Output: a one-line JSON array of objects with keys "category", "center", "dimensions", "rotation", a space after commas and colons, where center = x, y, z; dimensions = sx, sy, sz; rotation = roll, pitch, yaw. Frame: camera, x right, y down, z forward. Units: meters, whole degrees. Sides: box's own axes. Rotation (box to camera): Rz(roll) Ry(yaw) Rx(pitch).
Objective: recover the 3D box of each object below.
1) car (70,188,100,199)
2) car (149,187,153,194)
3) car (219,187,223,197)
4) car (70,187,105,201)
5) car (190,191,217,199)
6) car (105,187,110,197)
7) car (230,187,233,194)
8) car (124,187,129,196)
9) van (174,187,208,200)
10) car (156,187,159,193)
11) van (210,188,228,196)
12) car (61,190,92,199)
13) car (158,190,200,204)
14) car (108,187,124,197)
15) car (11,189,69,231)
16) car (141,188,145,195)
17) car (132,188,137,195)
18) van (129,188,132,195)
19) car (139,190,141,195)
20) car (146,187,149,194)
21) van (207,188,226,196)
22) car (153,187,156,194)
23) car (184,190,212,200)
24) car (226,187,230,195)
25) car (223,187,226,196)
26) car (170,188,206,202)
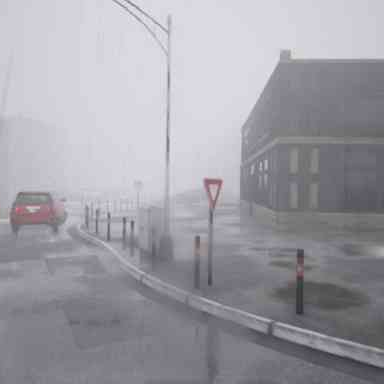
[{"category": "car", "center": [-19.362, 0.225, 60.229], "dimensions": [4.553, 1.767, 2.185], "rotation": [1, 1, 12]}, {"category": "car", "center": [-13.635, -0.185, 87.201], "dimensions": [4.892, 1.521, 2.231], "rotation": [1, 1, 12]}, {"category": "car", "center": [2.864, 0.217, 67.758], "dimensions": [5.566, 2.045, 2.435], "rotation": [1, 1, 12]}, {"category": "car", "center": [-16.409, 0.279, 52.701], "dimensions": [2.150, 2.045, 5.566], "rotation": [0, 1, 10]}, {"category": "car", "center": [2.257, 0.526, 65.053], "dimensions": [4.892, 1.521, 2.231], "rotation": [1, 1, 12]}, {"category": "car", "center": [-18.824, 0.300, 62.940], "dimensions": [4.892, 1.521, 2.231], "rotation": [1, 1, 12]}, {"category": "car", "center": [8.040, 0.017, 92.230], "dimensions": [4.792, 1.488, 2.163], "rotation": [1, 1, 12]}, {"category": "car", "center": [-16.911, 0.133, 70.988], "dimensions": [5.366, 1.575, 1.946], "rotation": [1, 1, 12]}, {"category": "van", "center": [-0.162, 0.519, 54.325], "dimensions": [4.442, 1.987, 1.878], "rotation": [1, 1, 12]}, {"category": "car", "center": [-12.485, -0.283, 92.593], "dimensions": [4.892, 1.521, 2.231], "rotation": [1, 1, 12]}, {"category": "van", "center": [7.023, -0.136, 86.759], "dimensions": [4.442, 1.987, 1.878], "rotation": [1, 1, 12]}, {"category": "car", "center": [-19.968, 0.439, 57.542], "dimensions": [4.674, 1.452, 2.002], "rotation": [1, 1, 12]}, {"category": "car", "center": [-1.827, 0.905, 46.154], "dimensions": [4.792, 1.488, 2.163], "rotation": [1, 1, 12]}, {"category": "car", "center": [-17.692, -0.063, 68.330], "dimensions": [5.566, 2.045, 2.435], "rotation": [1, 1, 12]}, {"category": "car", "center": [-8.414, 0.963, 18.617], "dimensions": [2.150, 2.045, 5.566], "rotation": [0, 1, -15]}, {"category": "car", "center": [-14.820, -0.210, 81.814], "dimensions": [4.553, 1.767, 2.185], "rotation": [1, 1, 12]}, {"category": "car", "center": [-15.947, 0.023, 76.420], "dimensions": [5.008, 1.535, 2.097], "rotation": [1, 1, 12]}, {"category": "van", "center": [-16.400, -0.146, 73.693], "dimensions": [4.442, 1.987, 1.878], "rotation": [1, 1, 12]}, {"category": "car", "center": [-15.396, -0.157, 79.118], "dimensions": [4.553, 1.767, 2.185], "rotation": [1, 1, 12]}, {"category": "car", "center": [-14.184, -0.261, 84.498], "dimensions": [4.553, 1.767, 2.185], "rotation": [1, 1, 12]}, {"category": "van", "center": [6.214, -0.090, 84.093], "dimensions": [4.442, 1.987, 1.878], "rotation": [1, 1, 12]}, {"category": "car", "center": [-13.060, -0.235, 89.898], "dimensions": [4.892, 1.521, 2.231], "rotation": [1, 1, 12]}, {"category": "car", "center": [1.119, 0.514, 59.610], "dimensions": [4.553, 1.767, 2.185], "rotation": [1, 1, 12]}, {"category": "car", "center": [5.773, -0.060, 81.344], "dimensions": [5.566, 2.045, 2.435], "rotation": [1, 1, 12]}, {"category": "car", "center": [3.998, 0.100, 73.327], "dimensions": [5.566, 2.045, 2.435], "rotation": [1, 1, 12]}, {"category": "car", "center": [-0.628, 0.670, 51.452], "dimensions": [4.553, 1.767, 2.185], "rotation": [1, 1, 12]}]
